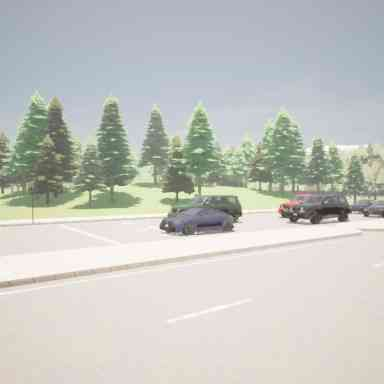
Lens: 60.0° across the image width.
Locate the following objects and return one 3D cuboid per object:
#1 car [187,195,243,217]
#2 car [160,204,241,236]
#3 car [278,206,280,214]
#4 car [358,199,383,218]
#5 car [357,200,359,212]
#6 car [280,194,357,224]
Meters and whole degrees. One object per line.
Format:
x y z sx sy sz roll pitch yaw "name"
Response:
1.039 1.223 23.181 5.566 2.045 2.150 0 0 -35 "car"
0.320 1.564 18.393 4.181 1.385 1.994 0 0 -35 "car"
10.166 1.222 29.507 5.566 2.045 2.150 0 0 -33 "car"
17.570 1.526 30.398 4.674 1.442 1.812 0 0 -34 "car"
18.311 1.526 35.168 4.674 1.442 1.812 0 0 -34 "car"
9.507 1.222 24.813 5.566 2.045 2.150 0 0 -34 "car"
